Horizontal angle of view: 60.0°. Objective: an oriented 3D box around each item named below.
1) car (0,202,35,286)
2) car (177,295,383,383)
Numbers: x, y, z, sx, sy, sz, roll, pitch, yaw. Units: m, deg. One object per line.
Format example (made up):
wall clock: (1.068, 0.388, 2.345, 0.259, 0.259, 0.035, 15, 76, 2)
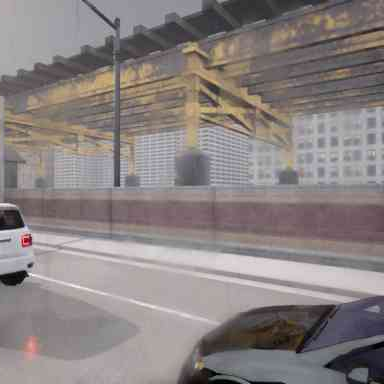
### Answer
car: (-6.186, 1.246, 8.314, 5.566, 2.045, 2.150, 0, 0, 36)
car: (1.913, 1.576, 2.637, 4.181, 1.385, 1.994, 0, 0, 35)
